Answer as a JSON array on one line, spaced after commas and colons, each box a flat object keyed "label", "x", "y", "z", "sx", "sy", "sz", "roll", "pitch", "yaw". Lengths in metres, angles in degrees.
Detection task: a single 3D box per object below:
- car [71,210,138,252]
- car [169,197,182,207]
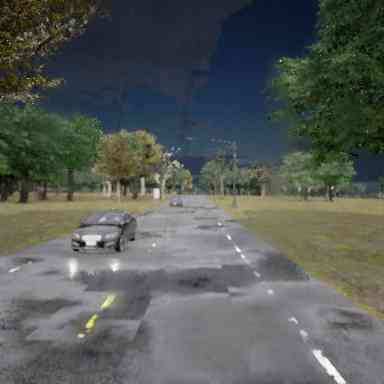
[{"label": "car", "x": -3.500, "y": 1.534, "z": 14.081, "sx": 2.128, "sy": 1.511, "sz": 4.902, "roll": 0, "pitch": 0, "yaw": 1}, {"label": "car", "x": -2.618, "y": 1.669, "z": 55.056, "sx": 2.128, "sy": 1.511, "sz": 4.902, "roll": 0, "pitch": 0, "yaw": 2}]
